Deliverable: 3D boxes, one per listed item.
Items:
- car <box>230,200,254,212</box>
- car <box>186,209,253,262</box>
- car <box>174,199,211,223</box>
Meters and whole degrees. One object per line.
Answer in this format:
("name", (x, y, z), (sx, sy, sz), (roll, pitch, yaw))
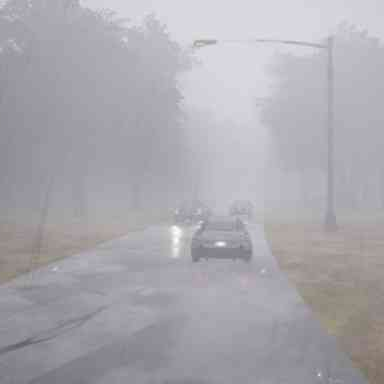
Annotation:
("car", (4.326, 1.404, 28.927), (2.033, 1.411, 5.357), (0, 1, 12))
("car", (1.137, 1.550, 12.163), (1.994, 1.385, 4.181), (0, 0, 7))
("car", (0.139, 1.314, 24.387), (2.097, 1.767, 4.553), (0, 0, 13))
